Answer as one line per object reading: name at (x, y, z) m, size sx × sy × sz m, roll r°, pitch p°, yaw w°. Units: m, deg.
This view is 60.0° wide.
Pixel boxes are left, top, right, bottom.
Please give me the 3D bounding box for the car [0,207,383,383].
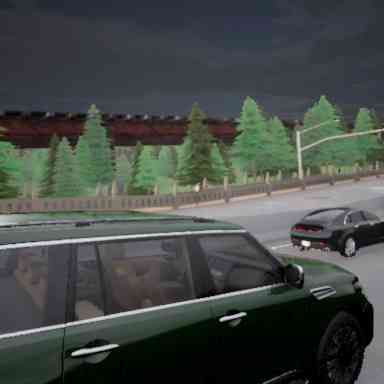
car at (-0.360, 1.224, 3.489) m, size 5.566 × 2.045 × 2.150 m, roll 1°, pitch 0°, yaw -36°
